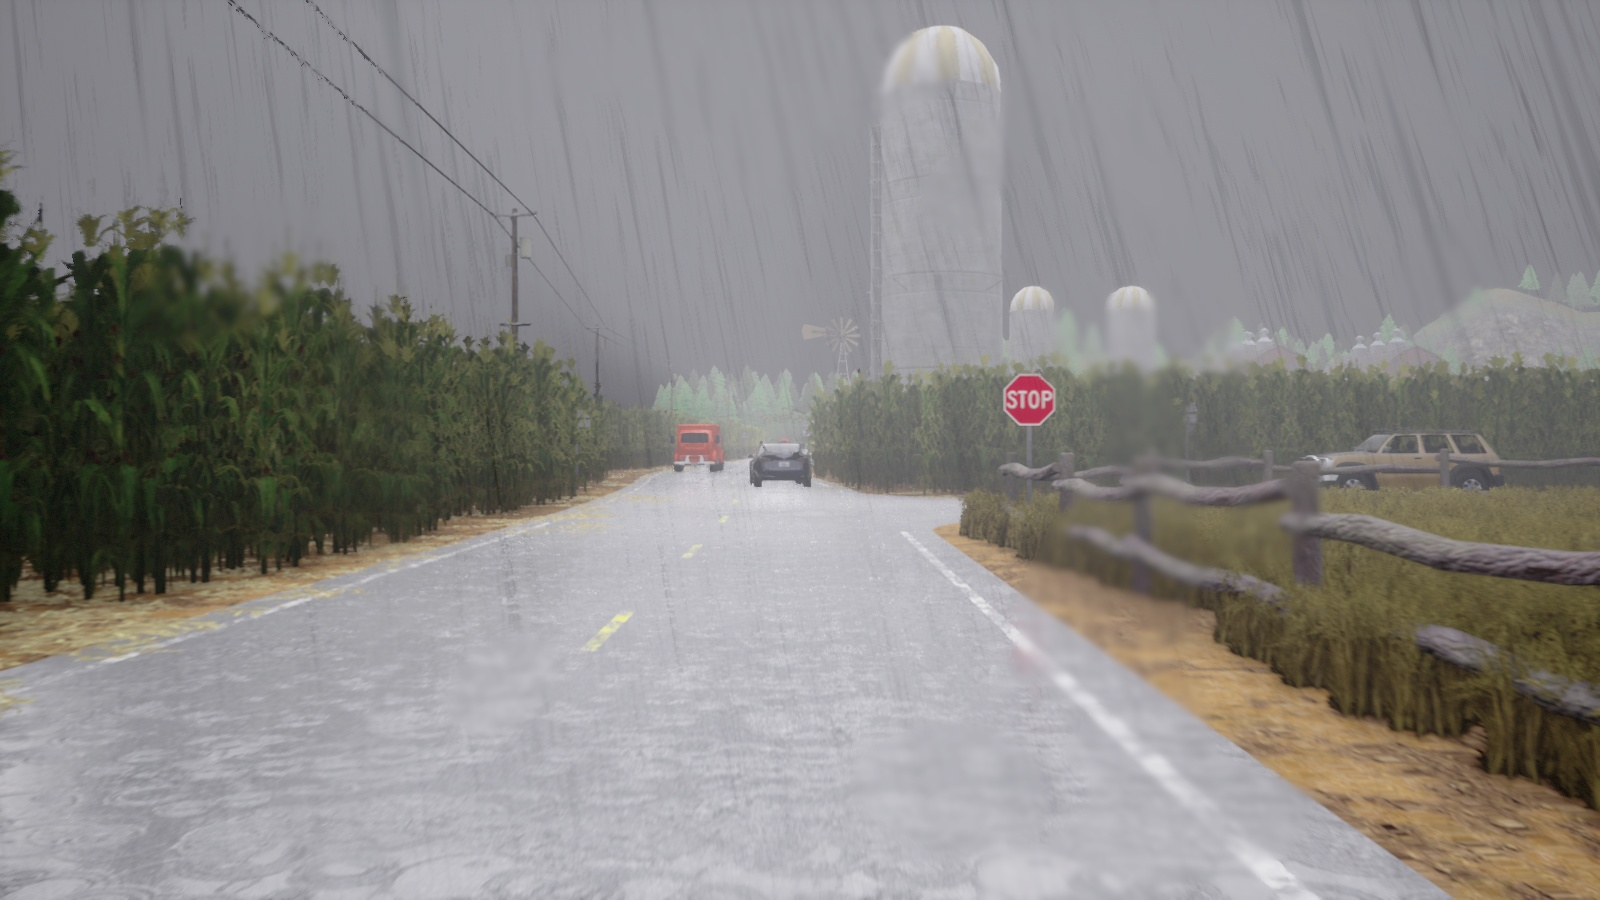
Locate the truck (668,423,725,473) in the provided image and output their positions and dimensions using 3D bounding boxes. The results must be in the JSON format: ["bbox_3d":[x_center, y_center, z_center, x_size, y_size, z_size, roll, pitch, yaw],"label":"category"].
[{"bbox_3d":[-5.334,-0.113,65.408,2.627,2.467,5.204,0,0,-1],"label":"truck"}]

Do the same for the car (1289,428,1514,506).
[{"bbox_3d":[14.713,0.401,30.921,4.605,1.855,1.932,0,0,0],"label":"car"}]

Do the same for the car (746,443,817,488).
[{"bbox_3d":[-0.729,0.498,43.907,2.163,1.488,4.792,0,0,-5],"label":"car"}]
